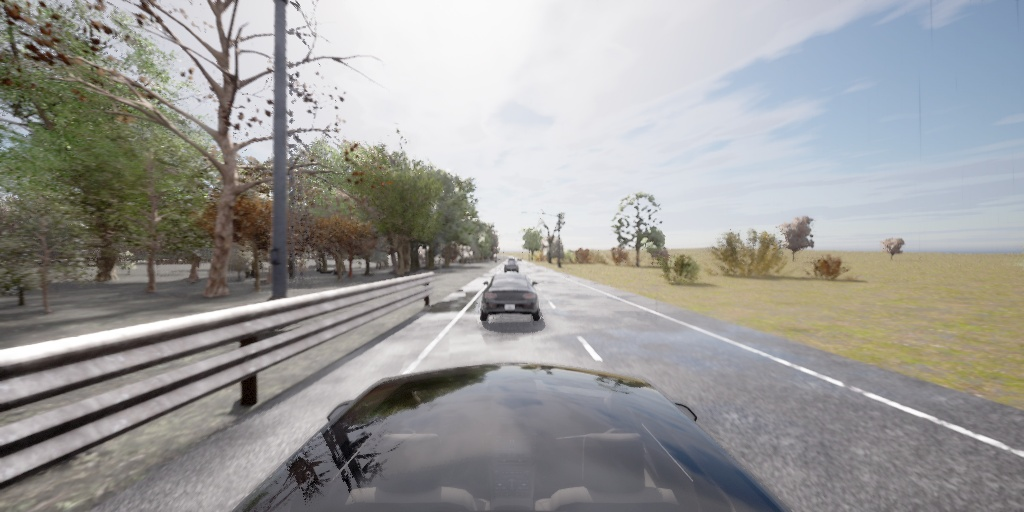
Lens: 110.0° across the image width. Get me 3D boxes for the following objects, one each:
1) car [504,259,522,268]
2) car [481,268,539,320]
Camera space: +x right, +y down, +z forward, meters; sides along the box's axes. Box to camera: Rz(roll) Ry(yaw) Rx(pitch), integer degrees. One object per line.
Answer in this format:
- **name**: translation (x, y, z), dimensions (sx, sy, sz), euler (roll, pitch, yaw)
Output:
- **car**: translation (-0.061, 1.441, 45.978), dimensions (2.128, 1.511, 4.902), euler (0, 0, 0)
- **car**: translation (-0.062, 1.330, 12.714), dimensions (1.812, 1.442, 4.674), euler (0, 0, 0)
